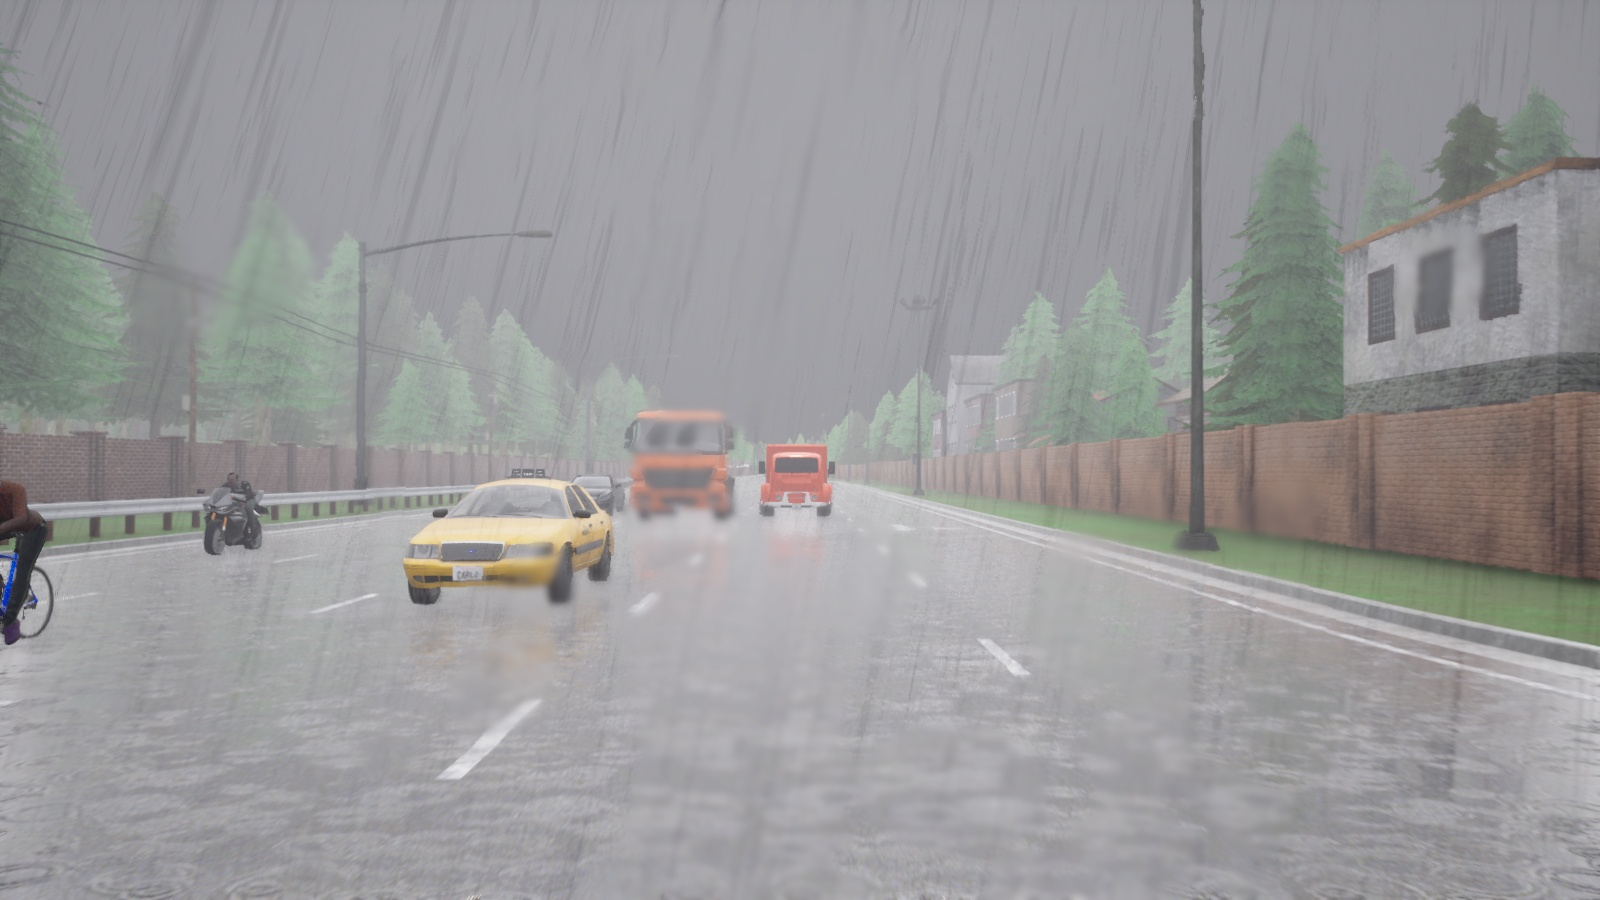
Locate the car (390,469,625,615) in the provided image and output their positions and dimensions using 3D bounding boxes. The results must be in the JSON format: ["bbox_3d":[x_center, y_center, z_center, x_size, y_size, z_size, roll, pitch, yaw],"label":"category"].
[{"bbox_3d":[-3.541,1.040,16.281,1.801,1.575,5.366,0,-1,0],"label":"car"}]

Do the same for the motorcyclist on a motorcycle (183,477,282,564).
[{"bbox_3d":[-10.558,1.285,23.460,0.866,1.530,2.191,0,-1,0],"label":"motorcyclist on a motorcycle"}]

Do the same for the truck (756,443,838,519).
[{"bbox_3d":[-0.109,1.053,43.269,2.627,2.467,5.204,0,-1,0],"label":"truck"}]

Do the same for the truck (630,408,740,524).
[{"bbox_3d":[-3.607,0.539,41.320,2.891,3.462,7.936,0,-1,0],"label":"truck"}]

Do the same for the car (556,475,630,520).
[{"bbox_3d":[-7.108,1.597,43.475,1.812,1.442,4.674,0,-1,0],"label":"car"}]

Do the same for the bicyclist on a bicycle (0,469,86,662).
[{"bbox_3d":[-7.028,0.980,11.017,0.582,1.620,1.656,0,-1,0],"label":"bicyclist on a bicycle"}]
